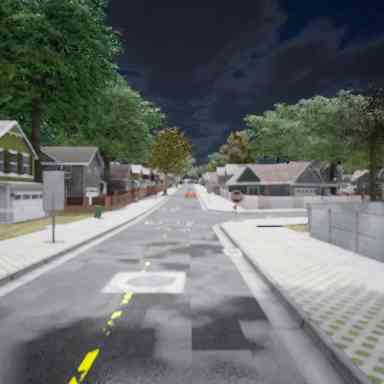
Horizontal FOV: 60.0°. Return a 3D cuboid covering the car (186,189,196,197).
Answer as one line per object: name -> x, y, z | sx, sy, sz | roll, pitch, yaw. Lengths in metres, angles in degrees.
car -> -0.211, 0.112, 68.500 | 2.097, 1.767, 4.553 | 0, 2, 0
